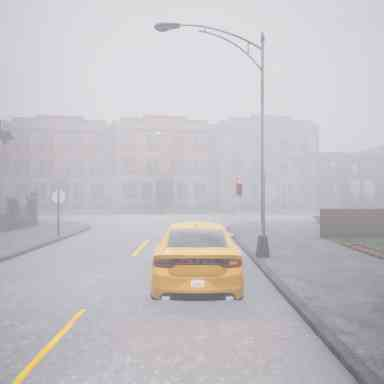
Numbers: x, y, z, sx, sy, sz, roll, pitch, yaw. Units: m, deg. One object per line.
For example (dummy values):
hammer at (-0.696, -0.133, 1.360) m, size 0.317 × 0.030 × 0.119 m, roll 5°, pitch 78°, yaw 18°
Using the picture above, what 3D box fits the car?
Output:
car at (0.110, 1.478, 8.396) m, size 1.882 × 1.535 × 5.008 m, roll 0°, pitch 0°, yaw 0°
